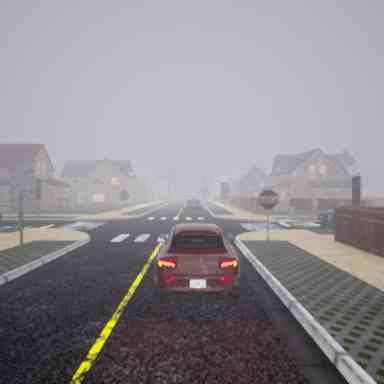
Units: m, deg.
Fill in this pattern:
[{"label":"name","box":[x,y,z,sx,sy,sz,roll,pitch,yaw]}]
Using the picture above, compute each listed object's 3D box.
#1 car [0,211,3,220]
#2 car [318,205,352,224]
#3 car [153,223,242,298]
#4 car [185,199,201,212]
[{"label":"car","box":[-14.820,1.134,20.507,5.566,2.045,2.150,0,0,0]},{"label":"car","box":[11.126,1.596,23.488,4.181,1.385,1.994,0,0,0]},{"label":"car","box":[0.115,1.509,8.378,1.812,1.442,4.674,0,0,0]},{"label":"car","box":[0.150,1.533,38.778,2.033,1.411,5.357,0,0,0]}]
